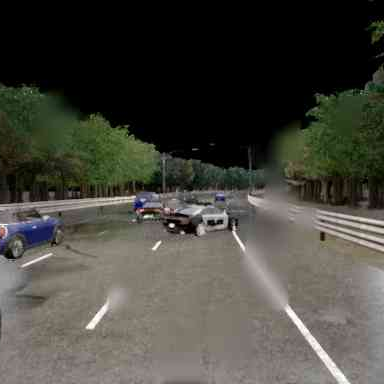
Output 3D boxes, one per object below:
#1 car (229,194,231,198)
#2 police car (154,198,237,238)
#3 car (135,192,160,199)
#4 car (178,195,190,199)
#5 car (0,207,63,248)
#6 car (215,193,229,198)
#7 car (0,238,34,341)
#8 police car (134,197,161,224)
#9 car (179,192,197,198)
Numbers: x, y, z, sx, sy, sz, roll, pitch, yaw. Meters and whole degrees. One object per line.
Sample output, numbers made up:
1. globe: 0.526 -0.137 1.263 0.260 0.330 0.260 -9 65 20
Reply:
1. car: 7.980 0.865 77.442 2.128 1.511 4.902 0 1 12
2. police car: 0.646 1.359 17.717 1.930 1.638 5.238 1 1 38
3. car: -4.916 1.048 37.735 2.150 2.045 5.566 0 0 6
4. car: -1.789 1.388 35.045 2.033 1.411 5.357 0 0 5
5. car: -6.600 1.315 12.418 2.097 1.767 4.553 0 0 2
6. car: 5.534 1.076 63.809 1.882 1.535 5.008 0 0 10
7. car: -3.483 1.489 2.522 2.128 1.511 4.902 0 0 1
8. police car: -2.643 1.405 24.220 2.038 1.542 4.974 0 0 4
9. car: -0.640 1.003 45.871 2.150 2.045 5.566 0 0 7
